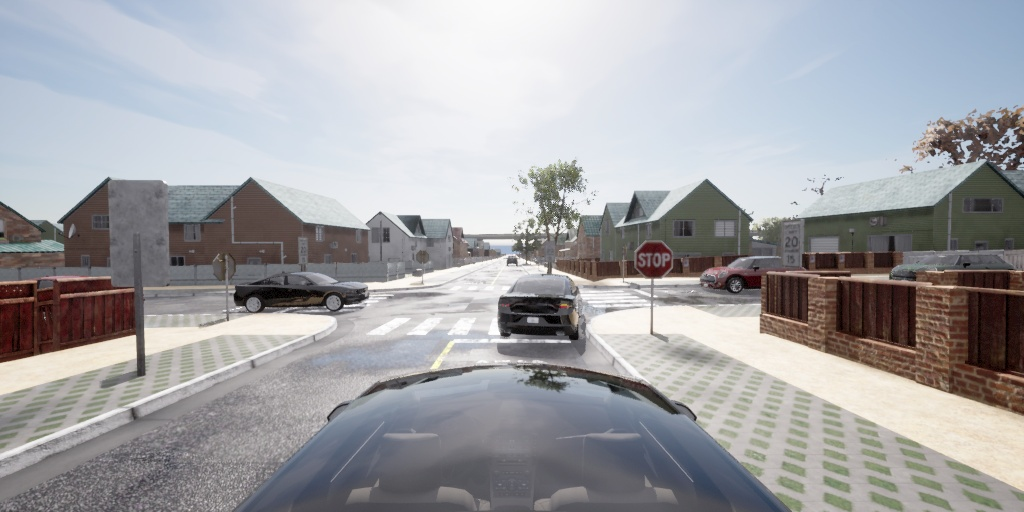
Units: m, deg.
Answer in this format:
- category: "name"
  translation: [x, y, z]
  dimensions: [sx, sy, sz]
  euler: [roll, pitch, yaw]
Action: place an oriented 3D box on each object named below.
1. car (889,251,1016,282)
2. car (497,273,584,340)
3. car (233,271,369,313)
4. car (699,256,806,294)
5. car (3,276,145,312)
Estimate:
- category: "car"
  translation: [21.709, 0.646, 17.778]
  dimensions: [4.553, 1.767, 2.097]
  euler: [-1, 2, 0]
- category: "car"
  translation: [0.961, 1.224, 10.107]
  dimensions: [1.882, 1.535, 5.008]
  euler: [0, 0, 12]
- category: "car"
  translation: [-8.462, 1.377, 14.638]
  dimensions: [5.008, 1.535, 1.882]
  euler: [-1, 2, 0]
- category: "car"
  translation: [11.814, 0.820, 17.712]
  dimensions: [4.553, 1.767, 2.097]
  euler: [-1, 2, 0]
- category: "car"
  translation: [-18.015, 1.547, 14.580]
  dimensions: [5.008, 1.535, 1.882]
  euler: [-1, 2, 0]
